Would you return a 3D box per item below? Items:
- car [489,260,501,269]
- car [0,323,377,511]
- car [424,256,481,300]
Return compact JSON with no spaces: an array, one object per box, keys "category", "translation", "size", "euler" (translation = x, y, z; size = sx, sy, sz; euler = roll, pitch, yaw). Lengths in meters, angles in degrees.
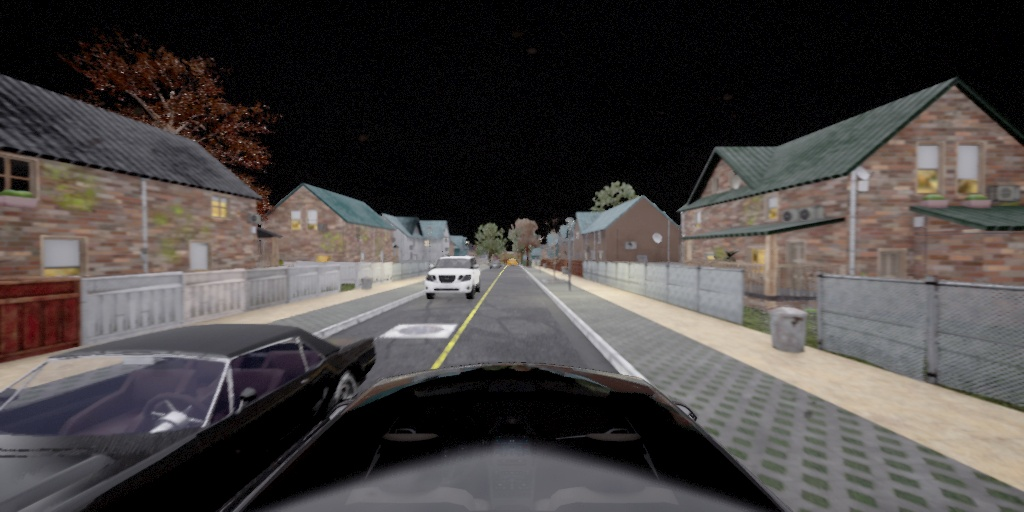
[{"category":"car","translation":[-2.768,1.466,59.869],"size":[2.128,1.511,4.902],"euler":[0,0,1]},{"category":"car","translation":[-2.851,1.351,2.870],"size":[1.895,1.301,4.718],"euler":[0,0,0]},{"category":"car","translation":[-2.826,0.989,18.308],"size":[2.150,2.045,5.566],"euler":[0,0,0]}]
